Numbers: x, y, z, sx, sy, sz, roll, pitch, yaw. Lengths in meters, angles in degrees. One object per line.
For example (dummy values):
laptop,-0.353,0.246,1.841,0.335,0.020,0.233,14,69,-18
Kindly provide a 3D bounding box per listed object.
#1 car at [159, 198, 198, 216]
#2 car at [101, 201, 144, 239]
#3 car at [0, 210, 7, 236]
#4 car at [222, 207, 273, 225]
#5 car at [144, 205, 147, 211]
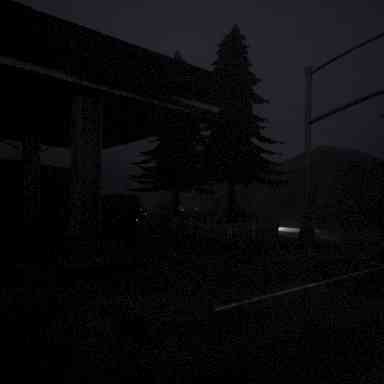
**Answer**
car,-1.365,1.541,32.638,2.097,1.767,4.553,1,0,-36
car,-4.562,1.445,18.268,1.905,1.878,3.866,1,0,-36
car,-11.694,1.519,18.449,2.242,1.667,4.611,1,0,-36
car,4.056,1.816,25.000,1.994,1.385,4.181,1,0,-35
car,-7.515,1.664,41.302,2.033,1.411,5.357,1,0,-35
